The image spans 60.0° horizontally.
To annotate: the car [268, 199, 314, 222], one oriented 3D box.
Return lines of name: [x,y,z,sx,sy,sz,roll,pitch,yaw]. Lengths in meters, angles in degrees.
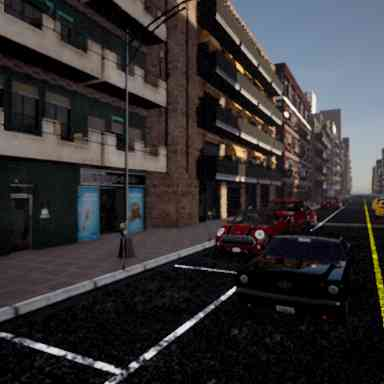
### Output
car: [4.999,1.312,18.070,2.192,1.841,5.009,0,0,27]

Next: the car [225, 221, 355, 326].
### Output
car: [2.522,1.600,7.382,1.895,1.301,4.718,0,0,27]

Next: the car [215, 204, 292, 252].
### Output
car: [2.419,1.439,13.059,1.967,1.590,4.097,0,0,27]

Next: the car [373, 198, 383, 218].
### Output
car: [17.202,1.465,29.147,1.882,1.535,5.008,0,0,27]

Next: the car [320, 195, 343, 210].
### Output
car: [17.893,1.300,43.129,2.192,1.841,5.009,0,0,27]

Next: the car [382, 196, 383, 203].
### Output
car: [40.815,1.512,69.362,2.008,1.369,4.403,0,0,27]

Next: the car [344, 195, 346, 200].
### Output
car: [23.050,1.524,53.154,1.887,1.381,4.507,0,0,27]

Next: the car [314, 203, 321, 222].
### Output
car: [7.577,1.577,23.083,1.802,1.307,4.206,0,0,27]
